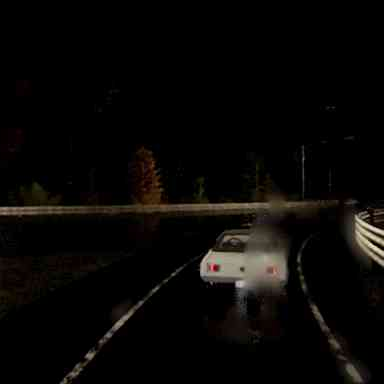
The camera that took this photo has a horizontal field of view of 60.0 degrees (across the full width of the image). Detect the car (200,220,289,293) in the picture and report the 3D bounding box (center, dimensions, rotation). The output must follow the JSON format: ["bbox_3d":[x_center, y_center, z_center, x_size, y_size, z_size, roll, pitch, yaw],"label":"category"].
[{"bbox_3d":[1.582,1.696,9.231,1.895,1.301,4.718,0,-1,13],"label":"car"}]

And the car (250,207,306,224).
[{"bbox_3d":[6.910,1.875,26.316,4.718,1.301,1.895,1,-1,-36],"label":"car"}]

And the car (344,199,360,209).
[{"bbox_3d":[27.096,2.102,56.318,2.128,1.511,4.902,0,-1,36],"label":"car"}]
